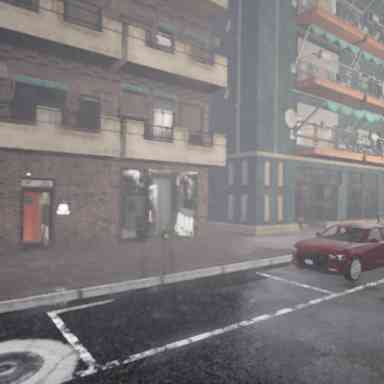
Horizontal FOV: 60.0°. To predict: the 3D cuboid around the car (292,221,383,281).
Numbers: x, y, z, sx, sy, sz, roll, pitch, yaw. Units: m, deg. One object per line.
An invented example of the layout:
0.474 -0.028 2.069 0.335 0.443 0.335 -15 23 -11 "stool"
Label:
4.914 1.607 10.051 4.507 1.381 1.887 0 1 -35 "car"
